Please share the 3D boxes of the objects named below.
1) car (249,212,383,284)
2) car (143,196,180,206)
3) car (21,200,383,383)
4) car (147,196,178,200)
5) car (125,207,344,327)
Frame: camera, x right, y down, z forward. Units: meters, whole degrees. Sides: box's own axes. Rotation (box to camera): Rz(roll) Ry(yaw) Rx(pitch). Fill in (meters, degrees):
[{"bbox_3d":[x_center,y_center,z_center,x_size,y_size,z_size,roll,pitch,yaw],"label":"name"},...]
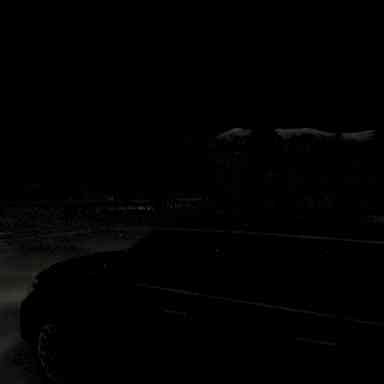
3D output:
[{"bbox_3d":[4.322,1.470,9.452,5.008,1.535,1.882,0,0,36],"label":"car"},{"bbox_3d":[-4.574,1.345,50.155,5.357,1.411,2.033,0,0,-40],"label":"car"},{"bbox_3d":[0.500,1.216,3.610,5.566,2.045,2.150,0,0,33],"label":"car"},{"bbox_3d":[-4.845,1.295,45.239,5.008,1.535,1.882,0,0,-42],"label":"car"},{"bbox_3d":[0.824,1.339,7.648,4.553,1.767,2.097,0,0,35],"label":"car"}]
